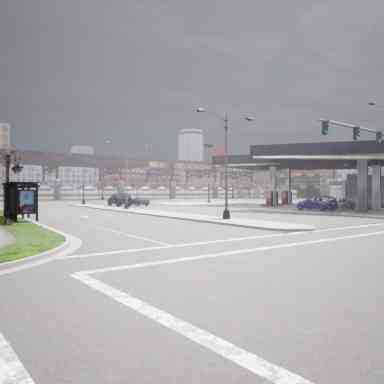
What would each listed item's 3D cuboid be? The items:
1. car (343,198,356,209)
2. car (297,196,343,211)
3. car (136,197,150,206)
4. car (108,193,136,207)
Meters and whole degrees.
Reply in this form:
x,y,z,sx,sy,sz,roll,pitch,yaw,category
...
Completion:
x,y,z,sx,sy,sz,roll,pitch,yaw,category
18.597,1.456,42.246,1.970,1.475,3.806,0,0,-35,car
14.323,1.295,38.331,2.242,1.667,4.611,0,0,-35,car
-8.748,1.547,54.588,2.033,1.411,5.357,0,0,-35,car
-11.367,1.222,52.222,2.150,2.045,5.566,0,0,-35,car
